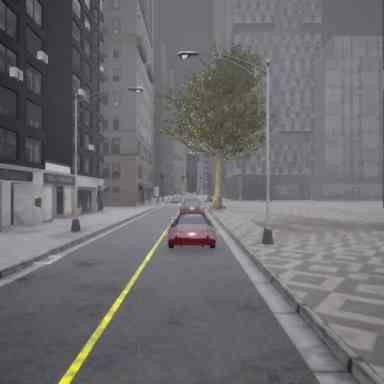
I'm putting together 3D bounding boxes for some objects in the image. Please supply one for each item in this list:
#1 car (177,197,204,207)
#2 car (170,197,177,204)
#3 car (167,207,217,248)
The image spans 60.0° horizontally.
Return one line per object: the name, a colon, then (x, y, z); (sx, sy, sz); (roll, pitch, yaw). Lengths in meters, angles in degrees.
car: (0.000, 1.367, 29.620); (2.097, 1.767, 4.553); (0, 0, 0)
car: (-3.000, 1.615, 63.650); (1.994, 1.385, 4.181); (0, 0, 0)
car: (0.000, 1.572, 14.650); (1.994, 1.385, 4.181); (0, 0, 0)
